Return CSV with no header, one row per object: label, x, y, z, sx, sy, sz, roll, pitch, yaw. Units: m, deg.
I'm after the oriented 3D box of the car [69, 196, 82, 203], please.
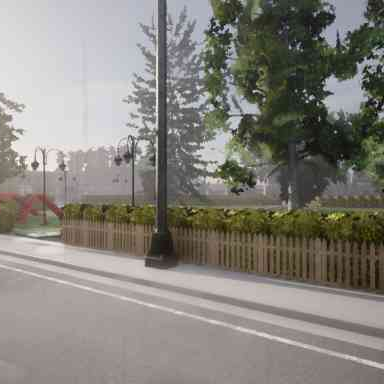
car,-20.833,1.478,62.885,1.882,1.535,5.008,0,0,36
